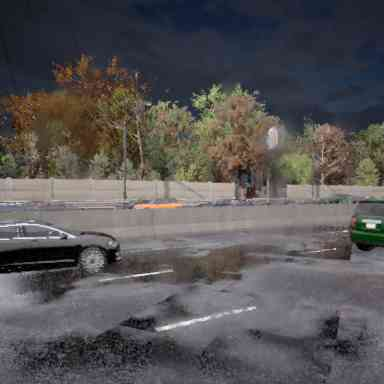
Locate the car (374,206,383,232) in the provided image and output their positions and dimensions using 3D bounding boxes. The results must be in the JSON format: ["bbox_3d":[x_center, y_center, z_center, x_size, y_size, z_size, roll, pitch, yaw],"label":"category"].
[{"bbox_3d":[13.227,1.547,19.476,5.357,1.411,2.033,0,0,-31],"label":"car"}]

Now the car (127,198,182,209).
[{"bbox_3d":[-3.192,1.352,30.371,4.553,1.767,2.097,0,0,-30],"label":"car"}]

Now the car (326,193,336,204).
[{"bbox_3d":[20.919,1.228,48.582,5.566,2.045,2.150,0,0,-30],"label":"car"}]

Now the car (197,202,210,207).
[{"bbox_3d":[3.128,1.548,38.148,5.357,1.411,2.033,0,0,-30],"label":"car"}]

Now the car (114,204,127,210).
[{"bbox_3d":[-5.301,1.505,33.188,4.892,1.490,1.837,0,0,-30],"label":"car"}]

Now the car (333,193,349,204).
[{"bbox_3d":[21.899,1.358,45.103,4.553,1.767,2.097,0,0,-30],"label":"car"}]

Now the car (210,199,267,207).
[{"bbox_3d":[4.991,1.548,35.177,5.357,1.411,2.033,0,0,-31],"label":"car"}]

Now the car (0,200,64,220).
[{"bbox_3d":[-13.666,1.478,28.282,5.008,1.535,1.882,0,0,-30],"label":"car"}]

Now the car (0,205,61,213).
[{"bbox_3d":[-10.011,1.601,18.254,4.718,1.301,1.895,0,0,-30],"label":"car"}]

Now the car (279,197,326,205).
[{"bbox_3d":[13.388,1.493,40.107,4.902,1.511,2.128,0,0,-30],"label":"car"}]

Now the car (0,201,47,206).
[{"bbox_3d":[-12.038,1.526,21.105,4.674,1.442,1.812,0,0,-31],"label":"car"}]

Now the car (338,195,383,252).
[{"bbox_3d":[8.341,1.223,12.560,5.566,2.045,2.150,0,0,-30],"label":"car"}]

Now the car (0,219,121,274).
[{"bbox_3d":[-4.441,1.492,9.112,4.902,1.511,2.128,0,0,-30],"label":"car"}]

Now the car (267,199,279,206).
[{"bbox_3d":[12.001,1.549,43.350,5.357,1.411,2.033,0,0,-30],"label":"car"}]

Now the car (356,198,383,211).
[{"bbox_3d":[23.192,1.553,41.803,5.357,1.411,2.033,0,0,-31],"label":"car"}]

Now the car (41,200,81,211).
[{"bbox_3d":[-11.169,1.492,25.687,4.902,1.511,2.128,0,0,-30],"label":"car"}]
